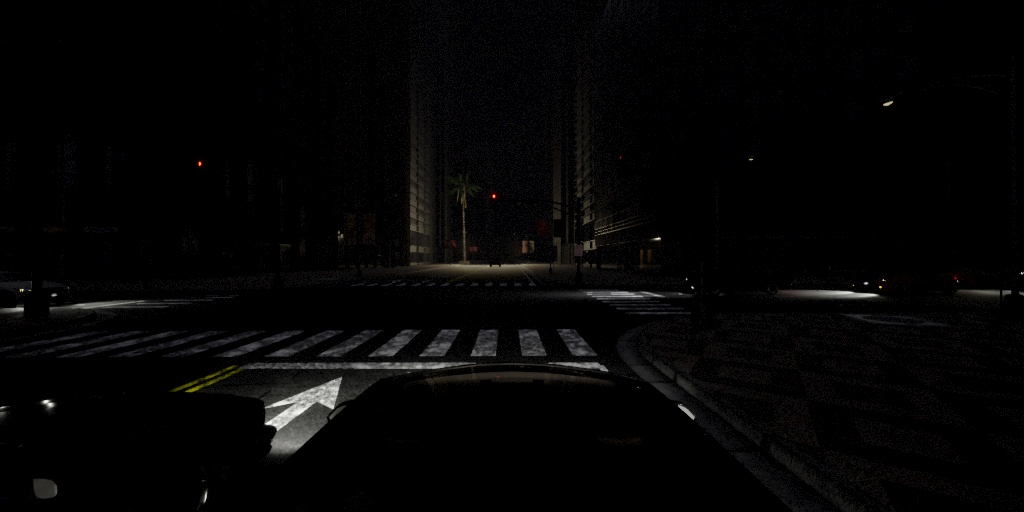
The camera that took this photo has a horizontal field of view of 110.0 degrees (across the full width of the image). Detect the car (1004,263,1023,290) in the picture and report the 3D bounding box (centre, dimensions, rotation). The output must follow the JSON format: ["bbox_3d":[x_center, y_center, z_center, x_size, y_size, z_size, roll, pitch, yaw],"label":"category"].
[{"bbox_3d":[29.967,1.012,19.060,4.553,1.767,2.097,0,0,-1],"label":"car"}]

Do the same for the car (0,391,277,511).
[{"bbox_3d":[-3.175,1.297,0.738,2.033,1.411,5.357,0,0,4],"label":"car"}]

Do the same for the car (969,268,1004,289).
[{"bbox_3d":[26.419,1.275,21.753,4.207,1.307,1.802,0,0,-1],"label":"car"}]

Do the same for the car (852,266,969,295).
[{"bbox_3d":[20.621,1.252,18.893,4.181,1.385,1.994,0,0,-1],"label":"car"}]

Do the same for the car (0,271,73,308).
[{"bbox_3d":[-21.383,1.354,14.955,4.674,1.442,1.812,0,0,1],"label":"car"}]

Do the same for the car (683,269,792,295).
[{"bbox_3d":[11.613,1.320,18.739,4.718,1.301,1.895,0,0,-1],"label":"car"}]
